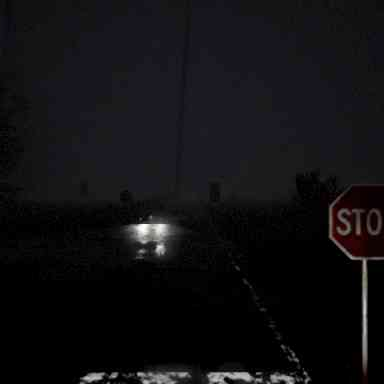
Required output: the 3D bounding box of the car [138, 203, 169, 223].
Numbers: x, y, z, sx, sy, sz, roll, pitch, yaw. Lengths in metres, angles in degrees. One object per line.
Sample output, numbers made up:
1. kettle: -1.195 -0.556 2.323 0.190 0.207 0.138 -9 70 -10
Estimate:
1. car: -2.833 1.555 24.978 1.994 1.385 4.181 0 0 0
